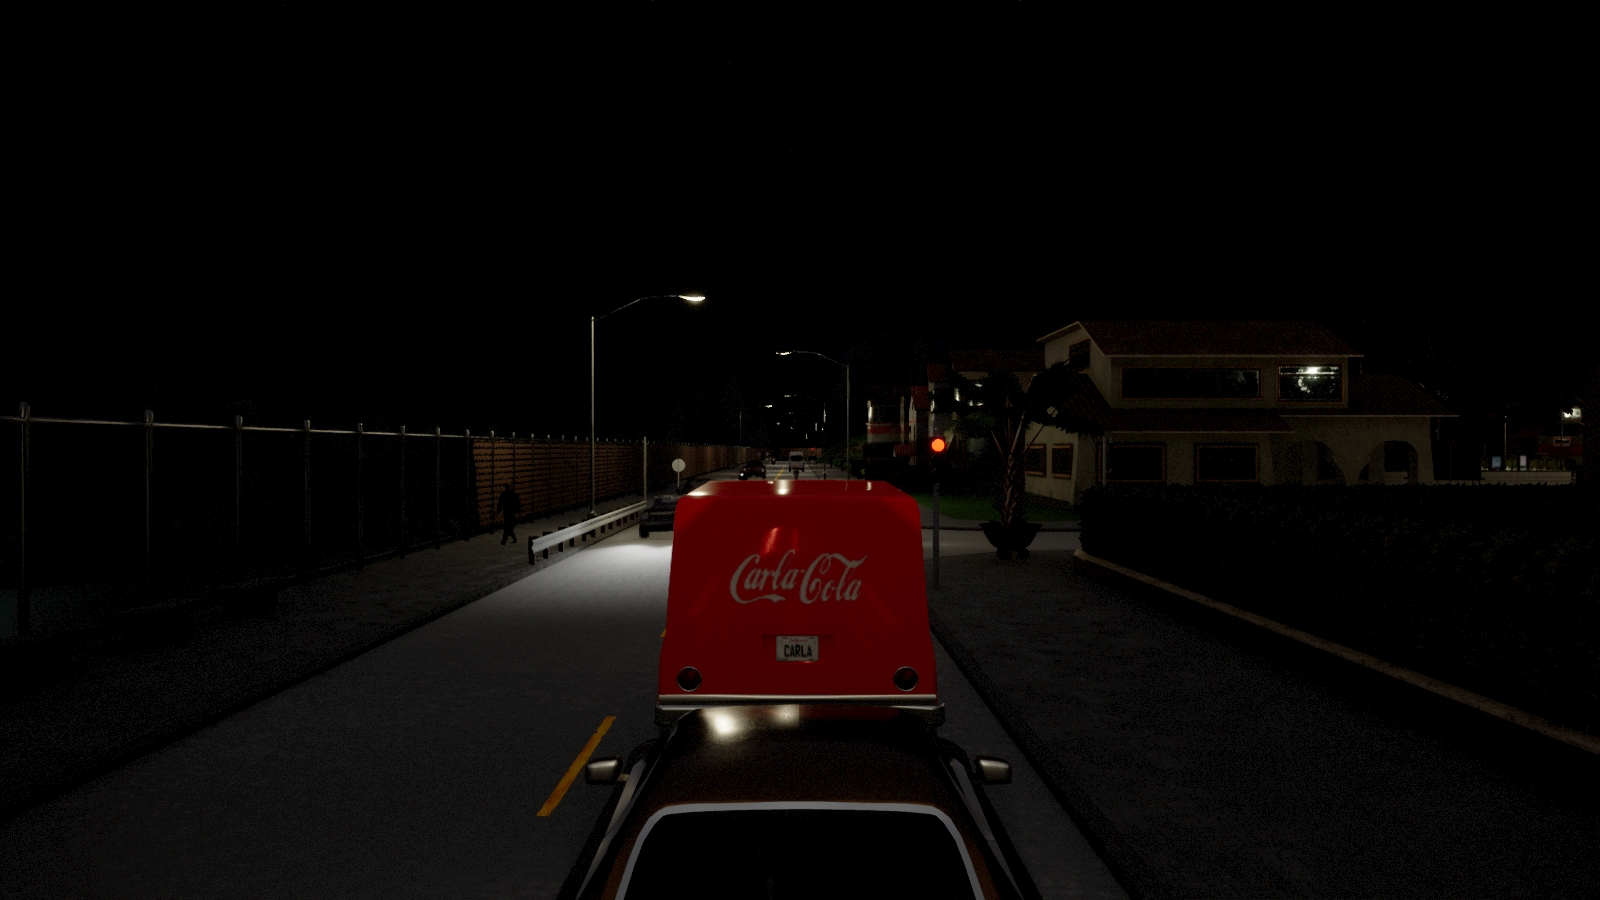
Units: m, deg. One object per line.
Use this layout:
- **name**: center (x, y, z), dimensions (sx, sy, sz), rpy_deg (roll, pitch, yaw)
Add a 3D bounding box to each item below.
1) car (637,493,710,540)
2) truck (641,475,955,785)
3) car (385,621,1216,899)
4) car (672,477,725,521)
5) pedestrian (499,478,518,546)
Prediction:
- **car**: center (-4.105, 2.142, 37.645), dimensions (1.895, 1.301, 4.718), rpy_deg (0, 0, 0)
- **truck**: center (-0.025, 1.564, 12.158), dimensions (2.627, 2.467, 5.204), rpy_deg (0, 0, 0)
- **car**: center (-0.006, 1.989, 5.238), dimensions (2.152, 1.651, 5.027), rpy_deg (0, 0, 0)
- **car**: center (-4.132, 1.983, 47.023), dimensions (1.851, 1.617, 3.988), rpy_deg (0, 0, 0)
- **pedestrian**: center (-8.181, 1.733, 32.061), dimensions (0.375, 1.860, 0.375), rpy_deg (0, 0, 13)
